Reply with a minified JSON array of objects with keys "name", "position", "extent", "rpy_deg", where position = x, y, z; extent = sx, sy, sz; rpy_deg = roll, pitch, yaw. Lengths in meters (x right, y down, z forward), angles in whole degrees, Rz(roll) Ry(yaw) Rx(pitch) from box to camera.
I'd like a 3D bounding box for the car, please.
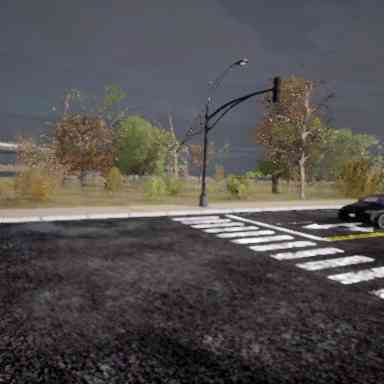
[{"name":"car","position":[8.884,0.820,15.609],"extent":[4.181,1.385,1.994],"rpy_deg":[-1,4,-26]}]
